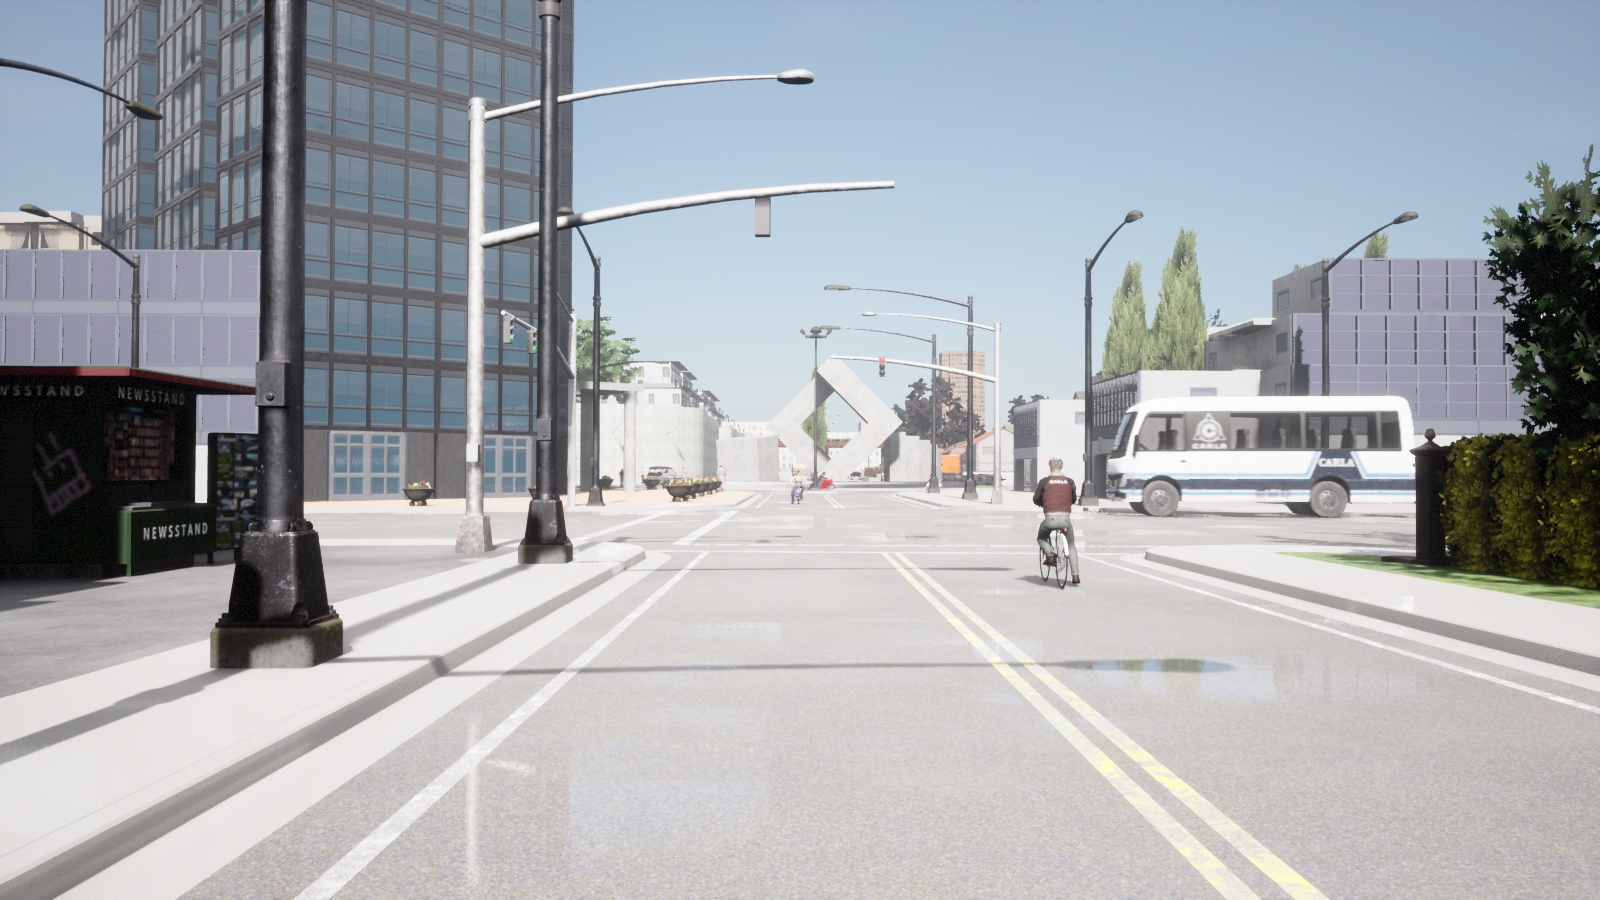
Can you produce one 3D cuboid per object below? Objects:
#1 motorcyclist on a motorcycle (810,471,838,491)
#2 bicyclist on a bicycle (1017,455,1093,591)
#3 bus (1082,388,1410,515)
[{"bbox_3d":[1.843,2.395,95.839,2.044,1.523,0.797,0,-2,4],"label":"motorcyclist on a motorcycle"},{"bbox_3d":[3.485,0.961,17.280,0.659,1.776,1.843,0,-1,0],"label":"bicyclist on a bicycle"},{"bbox_3d":[15.565,0.116,44.725,10.273,4.253,3.944,-1,-1,5],"label":"bus"}]
